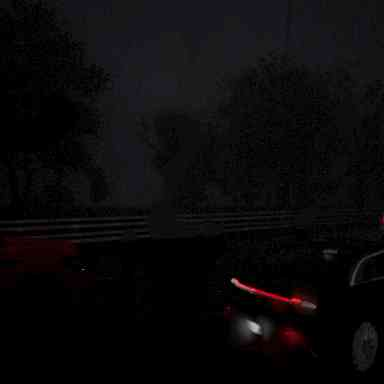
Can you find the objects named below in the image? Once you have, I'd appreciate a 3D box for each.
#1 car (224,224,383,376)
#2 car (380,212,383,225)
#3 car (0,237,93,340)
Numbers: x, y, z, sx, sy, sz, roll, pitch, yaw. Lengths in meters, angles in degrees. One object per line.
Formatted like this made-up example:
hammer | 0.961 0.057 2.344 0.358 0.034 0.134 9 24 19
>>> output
car | 2.779 1.547 5.670 4.902 1.511 2.128 1 0 -35
car | 11.025 1.409 15.604 5.566 2.045 2.150 1 0 -34
car | -4.389 1.210 4.899 5.566 2.045 2.150 1 0 -35
